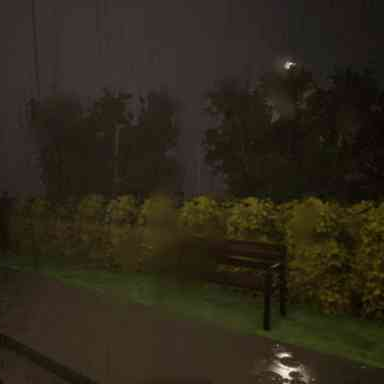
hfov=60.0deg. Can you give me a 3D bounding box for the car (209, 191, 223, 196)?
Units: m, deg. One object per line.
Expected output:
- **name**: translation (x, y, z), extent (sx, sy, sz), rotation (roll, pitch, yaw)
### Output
- **car**: translation (5.881, 0.561, 75.407), extent (2.033, 1.411, 5.357), rotation (0, 1, 35)
